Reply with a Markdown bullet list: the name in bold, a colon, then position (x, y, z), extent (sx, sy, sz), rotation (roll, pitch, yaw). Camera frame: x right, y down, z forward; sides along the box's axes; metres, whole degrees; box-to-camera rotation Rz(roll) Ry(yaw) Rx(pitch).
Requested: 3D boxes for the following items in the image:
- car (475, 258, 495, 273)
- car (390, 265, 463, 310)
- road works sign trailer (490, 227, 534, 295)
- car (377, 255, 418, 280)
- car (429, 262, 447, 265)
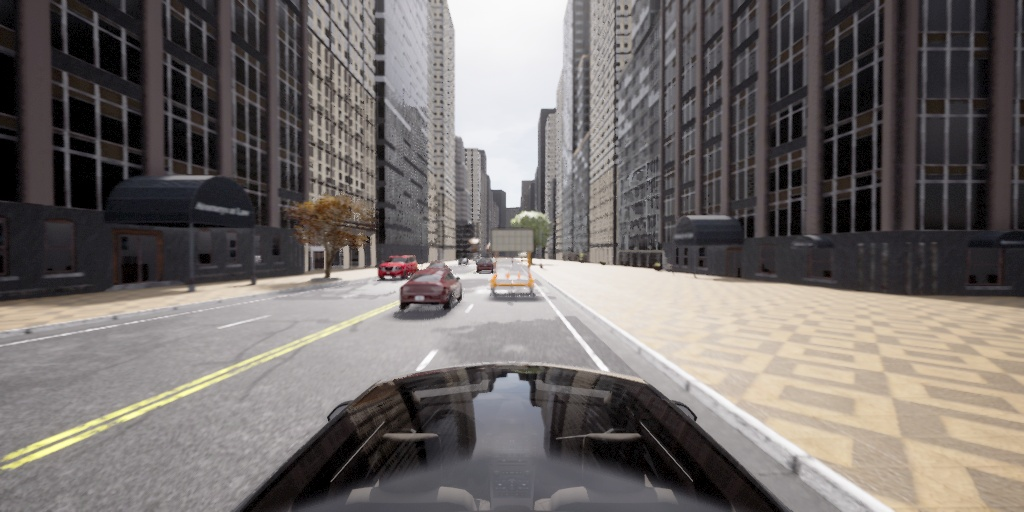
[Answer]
- **car**: position (-3.127, 1.103, 44.214), extent (2.097, 1.767, 4.553), rotation (0, 0, 0)
- **car**: position (-3.142, 1.276, 14.494), extent (1.812, 1.442, 4.674), rotation (0, 0, 0)
- **road works sign trailer**: position (0.027, 0.214, 19.684), extent (2.380, 3.560, 2.880), rotation (0, 0, 1)
- **car**: position (-9.823, 0.970, 31.283), extent (2.150, 2.045, 5.566), rotation (0, 0, 0)
- **car**: position (-6.569, 1.276, 31.639), extent (1.812, 1.442, 4.674), rotation (0, 0, 0)
